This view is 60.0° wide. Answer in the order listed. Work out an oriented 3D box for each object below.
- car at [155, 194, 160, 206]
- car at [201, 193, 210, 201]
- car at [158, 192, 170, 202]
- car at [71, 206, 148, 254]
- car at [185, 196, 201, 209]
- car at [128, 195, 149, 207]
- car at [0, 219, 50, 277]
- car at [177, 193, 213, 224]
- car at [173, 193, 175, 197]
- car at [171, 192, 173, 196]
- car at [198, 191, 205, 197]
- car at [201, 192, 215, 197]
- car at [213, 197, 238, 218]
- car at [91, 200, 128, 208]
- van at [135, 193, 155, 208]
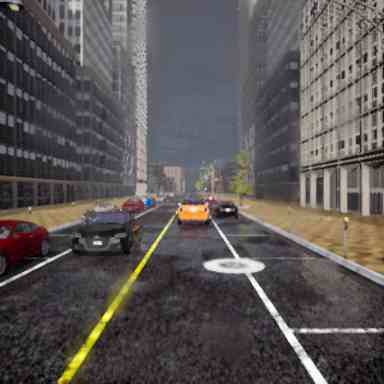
[{"bbox_3d":[-5.693,1.235,44.044,1.802,1.307,4.206,0,0,0],"label":"car"},{"bbox_3d":[2.685,0.988,66.968,1.752,1.417,4.829,0,0,0],"label":"car"},{"bbox_3d":[-5.694,0.952,61.118,1.967,1.590,4.097,0,0,0],"label":"car"},{"bbox_3d":[-3.098,1.464,12.884,1.994,1.385,4.181,0,0,0],"label":"car"},{"bbox_3d":[0.096,1.203,40.979,1.812,1.442,4.674,0,1,0],"label":"car"},{"bbox_3d":[-5.691,1.289,32.660,1.887,1.381,4.507,0,0,0],"label":"car"},{"bbox_3d":[-5.688,1.505,9.890,1.802,1.307,4.206,0,0,0],"label":"car"},{"bbox_3d":[0.095,1.170,23.139,2.097,1.767,4.553,0,0,0],"label":"car"},{"bbox_3d":[-5.699,0.751,95.101,1.752,1.417,4.829,0,0,0],"label":"car"},{"bbox_3d":[-5.696,0.982,72.504,1.947,1.339,4.313,0,0,0],"label":"car"},{"bbox_3d":[2.682,0.664,95.255,1.967,1.590,4.097,0,0,0],"label":"car"},{"bbox_3d":[2.688,1.046,49.721,1.967,1.590,4.097,0,0,0],"label":"car"},{"bbox_3d":[2.690,1.356,26.956,1.947,1.339,4.313,0,0,0],"label":"car"},{"bbox_3d":[-5.690,1.385,21.276,2.008,1.369,4.403,0,0,0],"label":"car"},{"bbox_3d":[-5.691,1.040,38.350,1.690,1.788,3.998,0,0,0],"label":"van"}]
